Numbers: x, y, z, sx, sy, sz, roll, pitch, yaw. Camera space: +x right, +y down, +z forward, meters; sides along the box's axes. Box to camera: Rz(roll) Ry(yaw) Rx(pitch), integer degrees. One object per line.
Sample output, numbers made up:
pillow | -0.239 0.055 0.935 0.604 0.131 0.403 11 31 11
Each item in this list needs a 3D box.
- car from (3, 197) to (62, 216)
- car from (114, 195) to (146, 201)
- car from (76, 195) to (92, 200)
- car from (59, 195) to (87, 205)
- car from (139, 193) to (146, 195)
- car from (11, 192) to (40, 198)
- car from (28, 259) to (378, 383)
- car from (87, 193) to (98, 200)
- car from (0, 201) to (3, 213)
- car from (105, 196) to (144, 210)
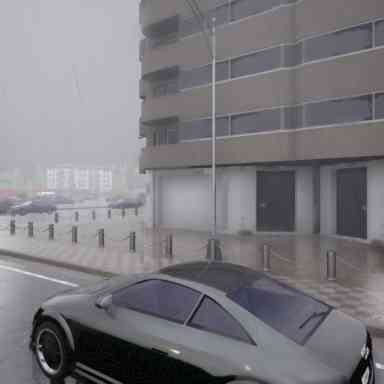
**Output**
car | -16.007 1.581 33.572 1.812 1.442 4.674 0 0 35
car | -9.555 1.603 49.002 2.033 1.411 5.357 0 0 35
car | -29.125 1.451 89.800 1.970 1.475 3.806 0 0 35
car | -22.913 1.451 64.145 1.970 1.475 3.806 0 0 35
car | -10.671 1.211 76.895 1.905 1.878 3.866 0 0 35
car | -36.801 1.209 73.771 1.932 1.855 4.605 0 0 35
car | -0.122 1.564 4.068 4.181 1.385 1.994 0 0 35
car | -26.761 1.211 88.129 1.905 1.878 3.866 0 0 35
car | -20.075 1.603 33.889 2.033 1.411 5.357 0 0 35
car | -8.939 1.581 43.742 1.812 1.442 4.674 0 0 35
